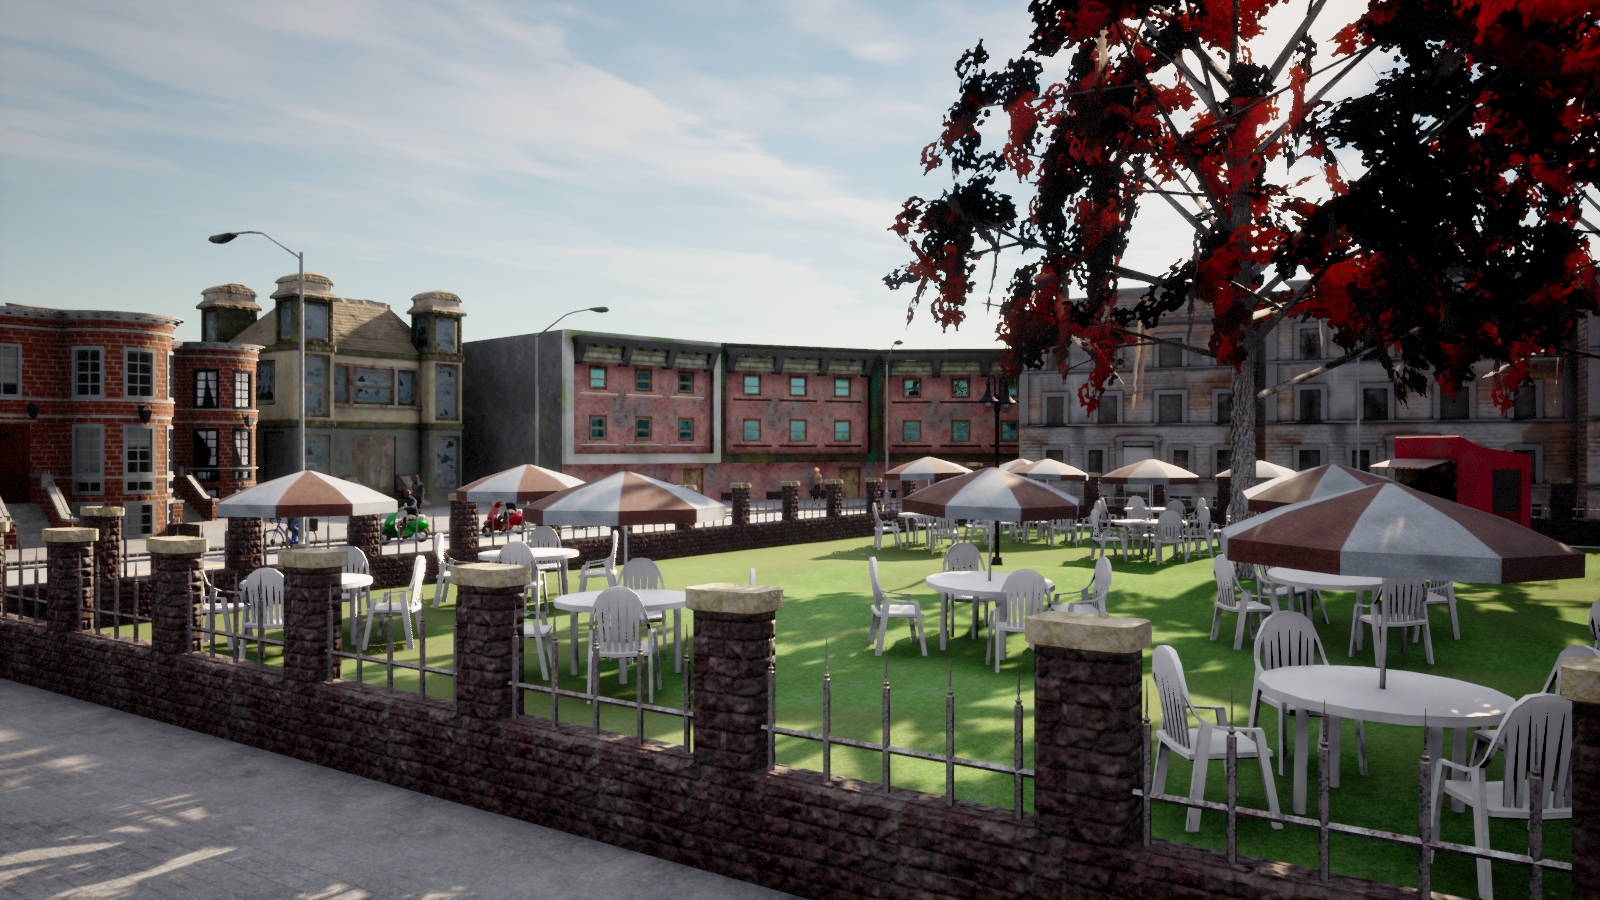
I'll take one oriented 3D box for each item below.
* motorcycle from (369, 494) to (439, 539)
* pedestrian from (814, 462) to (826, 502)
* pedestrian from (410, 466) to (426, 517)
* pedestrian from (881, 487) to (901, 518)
[{"bbox_3d":[-11.759,1.950,33.969,0.856,1.236,1.805,0,0,35],"label":"motorcycle"},{"bbox_3d":[0.946,1.513,53.982,0.375,1.860,0.375,0,0,-37],"label":"pedestrian"},{"bbox_3d":[-13.924,1.514,41.636,0.375,1.860,0.375,0,0,28],"label":"pedestrian"},{"bbox_3d":[3.292,1.894,41.296,0.500,1.100,0.500,0,0,-34],"label":"pedestrian"}]
